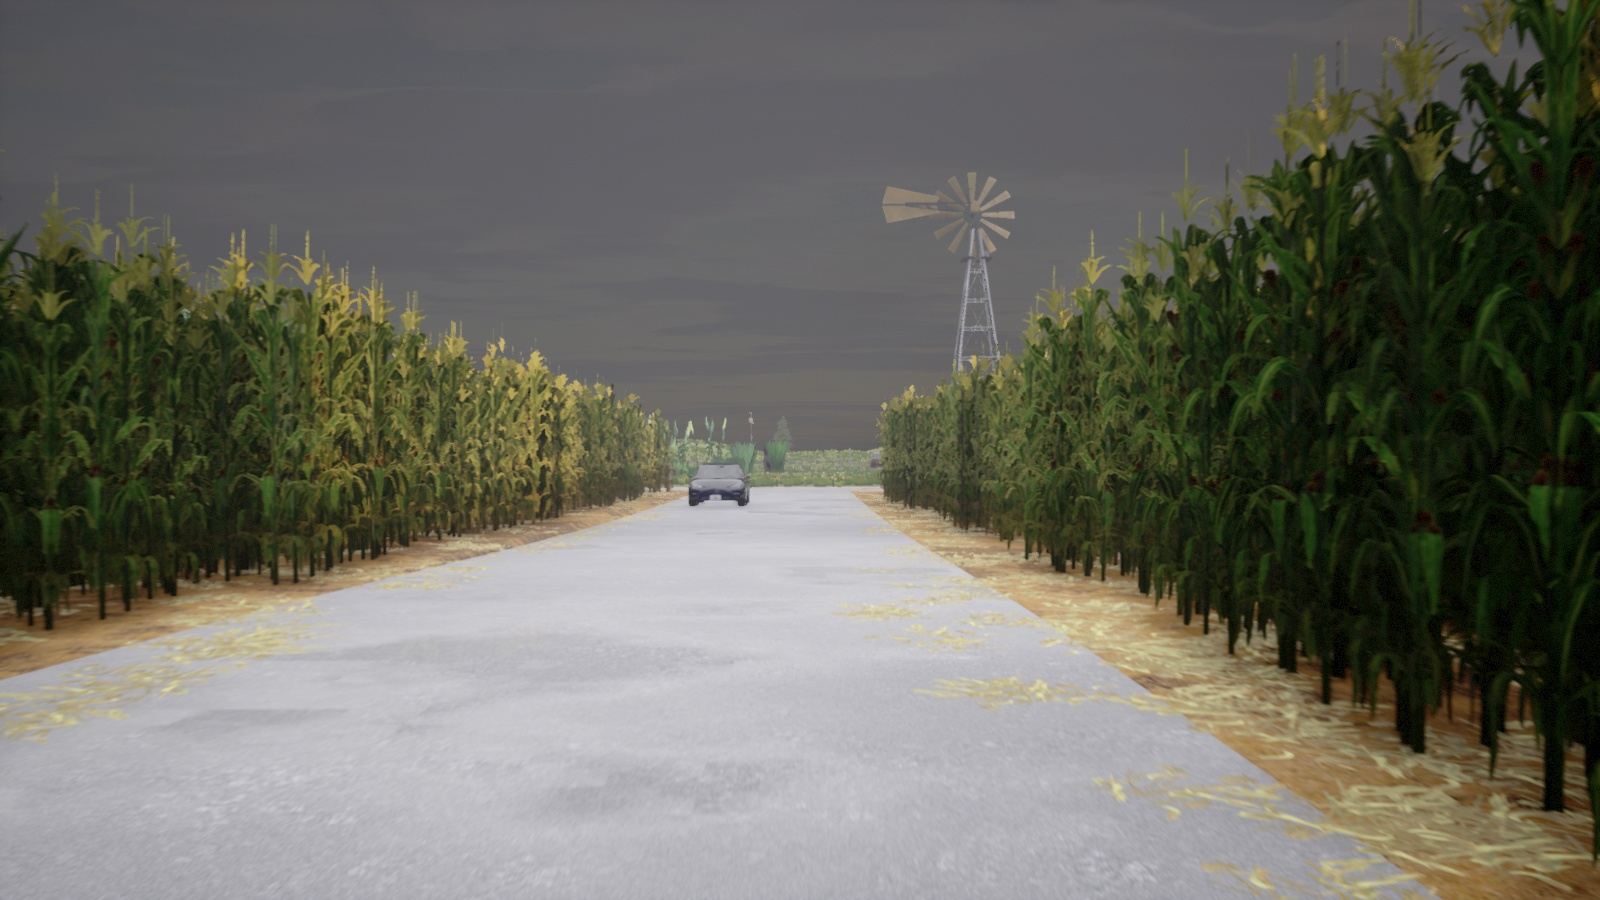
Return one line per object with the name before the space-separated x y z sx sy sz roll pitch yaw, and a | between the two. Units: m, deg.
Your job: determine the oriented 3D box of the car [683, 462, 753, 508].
car | -2.832 1.192 44.454 2.163 1.488 4.792 0 0 0
